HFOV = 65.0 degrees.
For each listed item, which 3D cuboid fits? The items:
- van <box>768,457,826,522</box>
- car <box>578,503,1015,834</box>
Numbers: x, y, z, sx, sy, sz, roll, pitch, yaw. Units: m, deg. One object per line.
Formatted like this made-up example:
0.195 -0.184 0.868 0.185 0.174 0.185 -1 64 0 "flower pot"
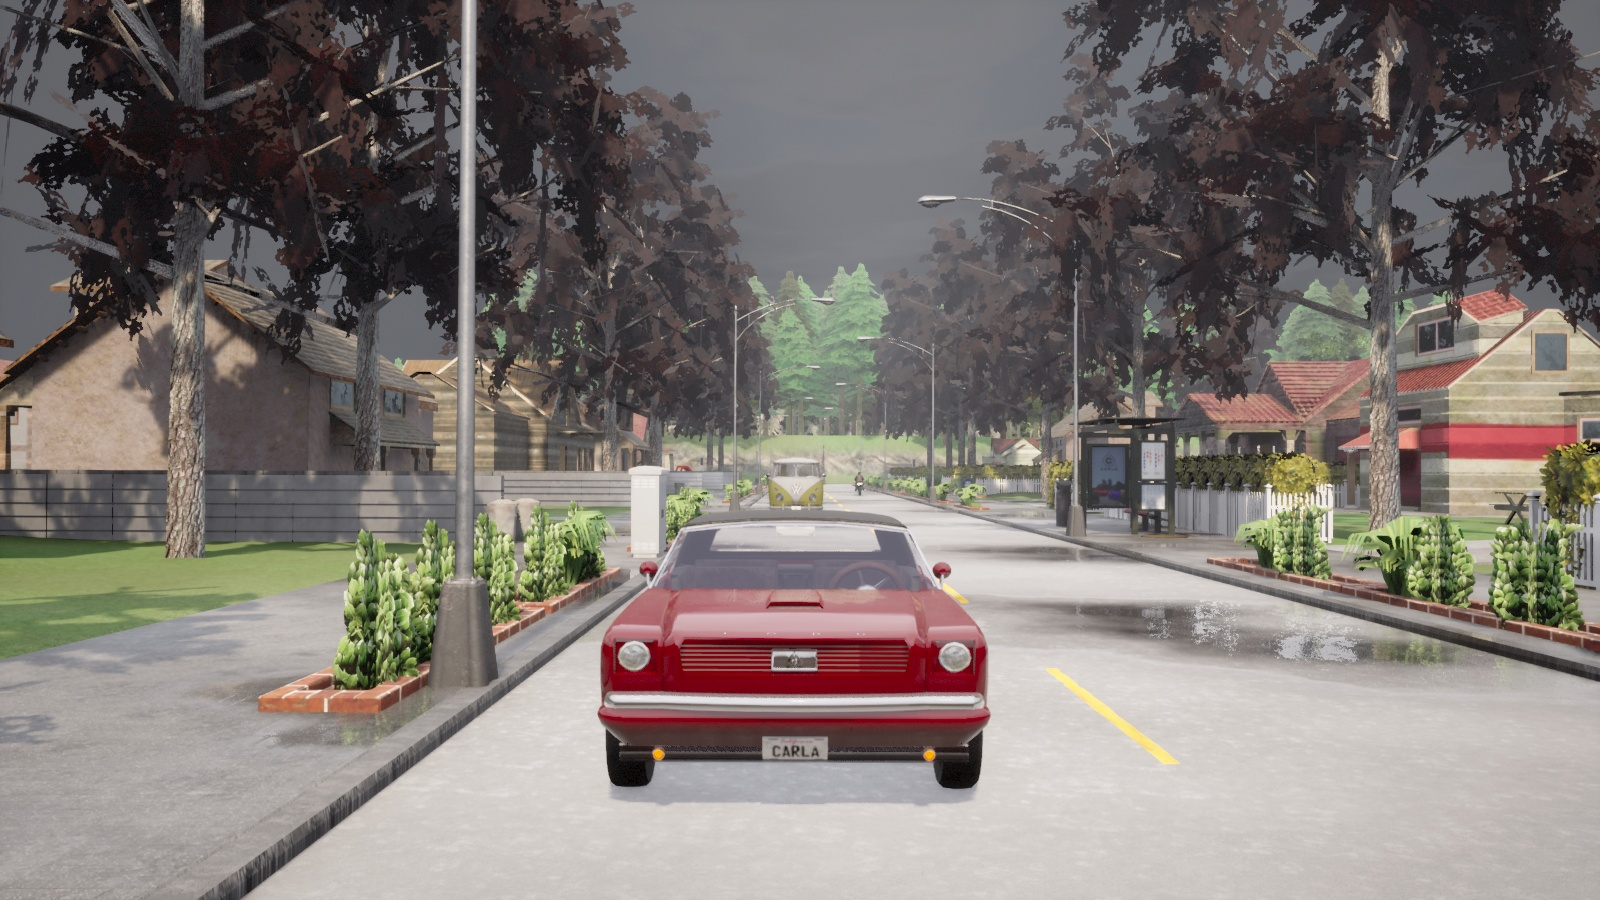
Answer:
-0.112 1.251 40.799 1.775 1.987 4.442 0 -1 0 "van"
-0.021 1.046 7.810 1.895 1.301 4.718 0 -1 0 "car"
